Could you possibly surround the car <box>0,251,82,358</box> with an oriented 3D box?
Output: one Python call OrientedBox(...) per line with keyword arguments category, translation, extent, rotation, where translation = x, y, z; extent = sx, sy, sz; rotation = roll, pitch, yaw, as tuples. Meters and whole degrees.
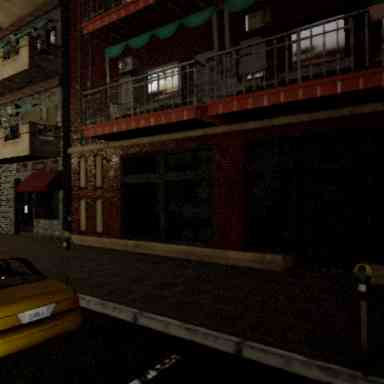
OrientedBox(category="car", translation=(-3.888, 1.560, 5.657), extent=(4.829, 1.417, 1.752), rotation=(0, -1, 36))
